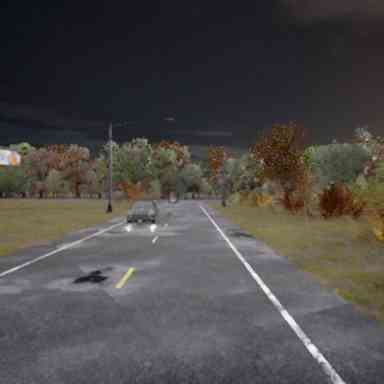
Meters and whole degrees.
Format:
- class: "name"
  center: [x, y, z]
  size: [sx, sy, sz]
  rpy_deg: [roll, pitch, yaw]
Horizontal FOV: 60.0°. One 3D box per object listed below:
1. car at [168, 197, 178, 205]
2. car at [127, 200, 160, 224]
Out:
- class: "car"
  center: [-3.733, 1.741, 66.373]
  size: [2.128, 1.511, 4.902]
  rpy_deg: [0, 0, 0]
- class: "car"
  center: [-3.681, 1.464, 25.821]
  size: [2.097, 1.767, 4.553]
  rpy_deg: [0, 0, 0]
